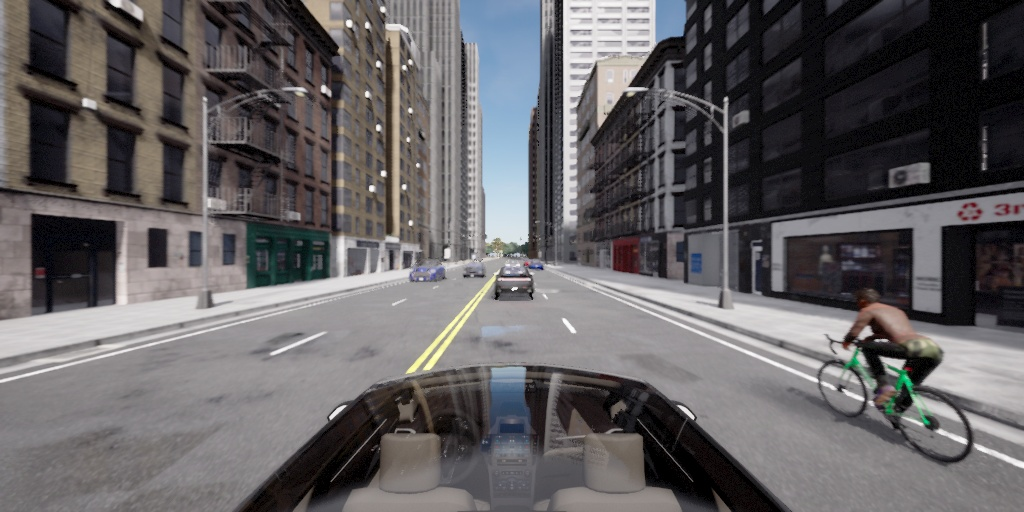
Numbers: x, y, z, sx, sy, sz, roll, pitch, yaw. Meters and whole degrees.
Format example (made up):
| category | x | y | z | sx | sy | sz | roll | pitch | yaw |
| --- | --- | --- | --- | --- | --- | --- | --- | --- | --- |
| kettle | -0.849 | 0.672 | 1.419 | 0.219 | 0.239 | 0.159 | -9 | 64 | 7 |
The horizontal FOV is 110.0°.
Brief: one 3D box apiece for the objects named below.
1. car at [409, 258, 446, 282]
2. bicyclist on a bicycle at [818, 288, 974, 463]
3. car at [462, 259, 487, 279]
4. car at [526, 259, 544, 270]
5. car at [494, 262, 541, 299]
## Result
| category | x | y | z | sx | sy | sz | roll | pitch | yaw |
| --- | --- | --- | --- | --- | --- | --- | --- | --- | --- |
| car | -6.586 | 1.087 | 28.281 | 2.097 | 1.767 | 4.553 | 0 | 0 | 0 |
| bicyclist on a bicycle | 4.144 | 1.204 | 4.039 | 0.582 | 1.620 | 1.656 | 0 | 0 | 0 |
| car | -3.332 | 1.280 | 32.831 | 2.033 | 1.411 | 5.357 | 0 | 0 | 0 |
| car | 3.365 | 1.284 | 50.769 | 1.994 | 1.385 | 4.181 | 0 | 0 | 0 |
| car | 0.105 | 1.234 | 18.126 | 2.128 | 1.511 | 4.902 | 0 | 0 | 0 |
